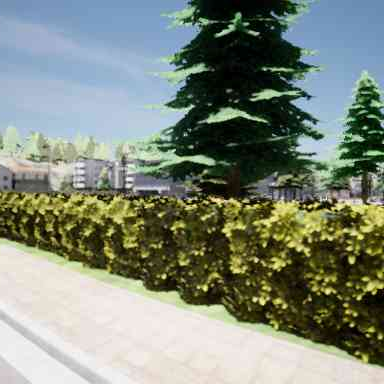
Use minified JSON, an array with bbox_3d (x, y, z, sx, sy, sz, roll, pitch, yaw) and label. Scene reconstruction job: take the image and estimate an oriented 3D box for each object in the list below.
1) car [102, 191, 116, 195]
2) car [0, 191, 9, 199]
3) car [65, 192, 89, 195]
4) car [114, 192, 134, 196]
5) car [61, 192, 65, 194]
[{"bbox_3d":[-15.739,0.789,69.815,1.932,1.855,4.605,1,0,45],"label":"car"},{"bbox_3d":[-41.646,0.631,70.462,1.932,1.855,4.605,1,0,45],"label":"car"},{"bbox_3d":[-27.170,0.744,80.585,2.152,1.636,5.027,1,0,45],"label":"car"},{"bbox_3d":[-9.995,1.161,53.458,1.970,1.475,3.806,1,0,45],"label":"car"},{"bbox_3d":[-31.952,0.780,84.878,1.970,1.475,3.806,1,0,45],"label":"car"}]
